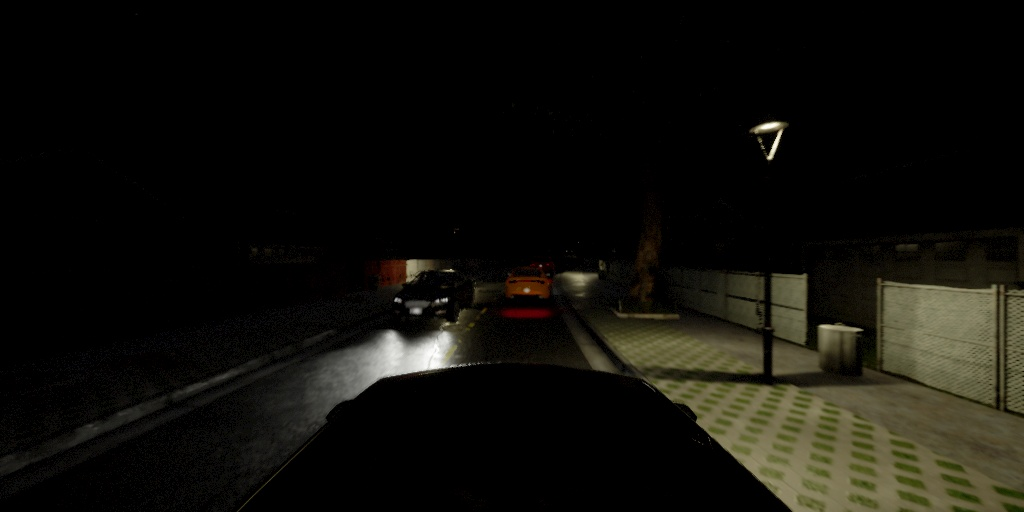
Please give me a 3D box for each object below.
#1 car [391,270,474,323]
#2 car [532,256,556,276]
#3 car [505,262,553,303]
[{"bbox_3d":[-2.479,1.241,12.223,2.128,1.511,4.902,0,0,3],"label":"car"},{"bbox_3d":[3.078,1.009,35.737,2.150,2.045,5.566,0,0,10],"label":"car"},{"bbox_3d":[0.781,1.238,16.950,1.882,1.535,5.008,0,0,4],"label":"car"}]
